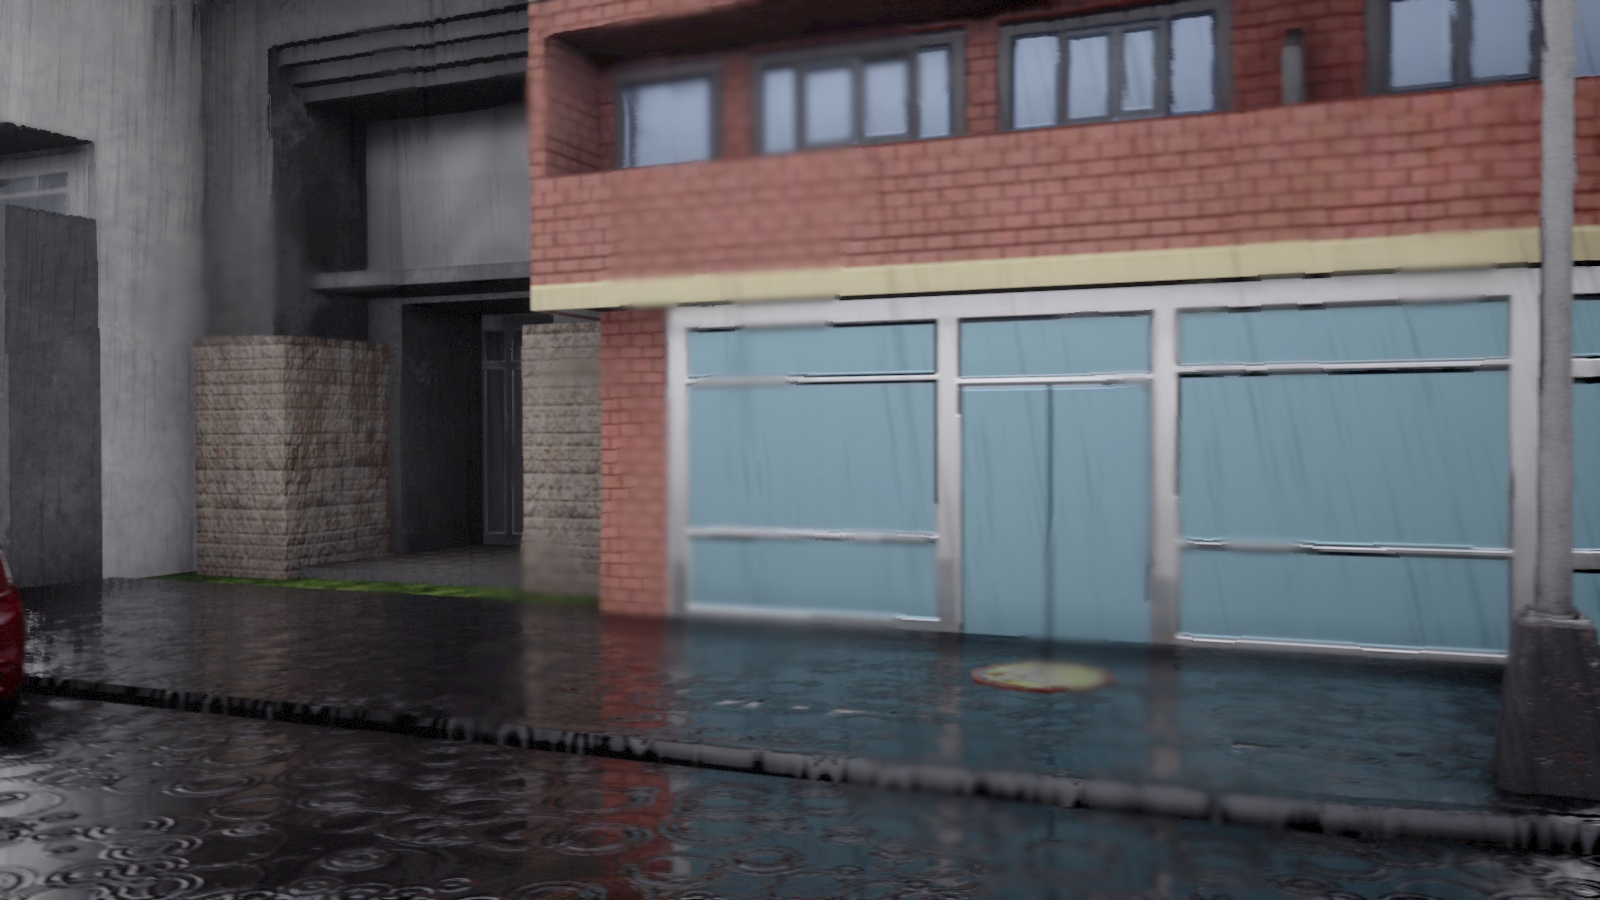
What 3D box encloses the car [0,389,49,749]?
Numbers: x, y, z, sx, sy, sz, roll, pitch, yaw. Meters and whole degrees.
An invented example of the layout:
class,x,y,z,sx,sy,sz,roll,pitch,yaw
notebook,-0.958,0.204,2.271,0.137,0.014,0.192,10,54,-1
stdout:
class,x,y,z,sx,sy,sz,roll,pitch,yaw
car,-6.322,0.572,6.276,4.553,1.767,2.097,1,1,22
